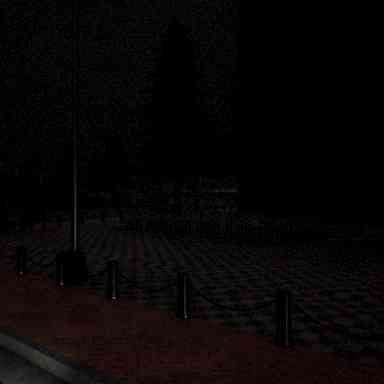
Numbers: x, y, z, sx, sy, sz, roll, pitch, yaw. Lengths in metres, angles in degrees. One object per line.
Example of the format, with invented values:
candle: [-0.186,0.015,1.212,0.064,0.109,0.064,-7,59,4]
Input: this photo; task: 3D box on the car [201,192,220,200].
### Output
car: [5.235,1.384,91.415,3.806,1.475,1.970,0,0,35]

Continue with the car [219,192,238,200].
car: [9.593,1.374,84.710,3.633,1.501,1.845,0,0,35]
